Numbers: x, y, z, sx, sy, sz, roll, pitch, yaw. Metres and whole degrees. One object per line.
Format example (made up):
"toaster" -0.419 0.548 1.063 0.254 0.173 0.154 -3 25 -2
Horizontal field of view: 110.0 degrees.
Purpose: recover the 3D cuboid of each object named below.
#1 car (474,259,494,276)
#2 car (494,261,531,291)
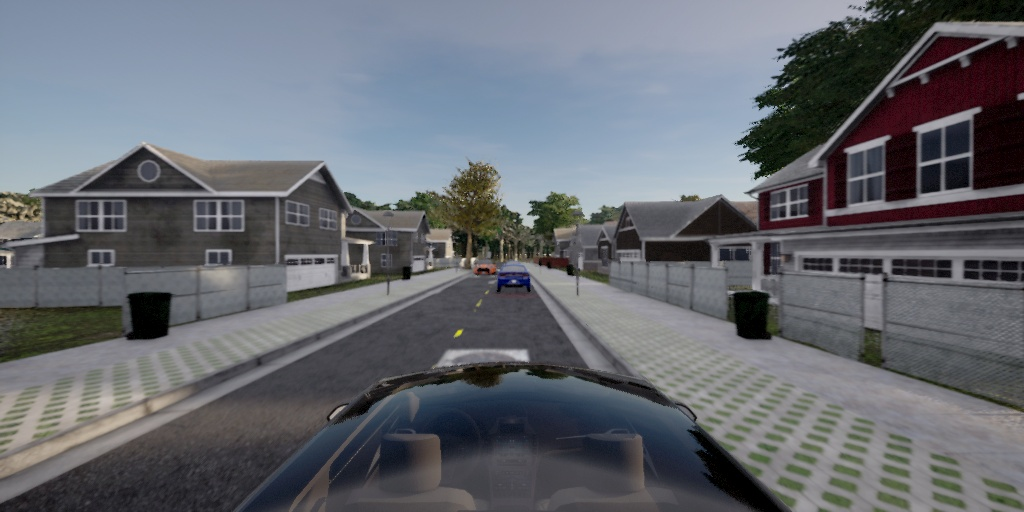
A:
"car" -2.804 1.098 37.707 2.097 1.767 4.553 0 0 0
"car" 0.104 1.218 21.741 1.882 1.535 5.008 0 0 0
